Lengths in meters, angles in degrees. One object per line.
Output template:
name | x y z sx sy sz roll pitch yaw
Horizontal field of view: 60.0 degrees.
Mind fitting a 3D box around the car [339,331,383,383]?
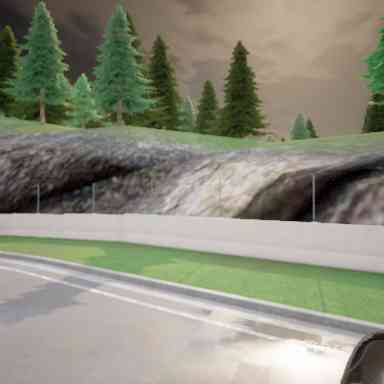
car | 3.027 1.558 1.875 4.181 1.385 1.994 0 0 35
